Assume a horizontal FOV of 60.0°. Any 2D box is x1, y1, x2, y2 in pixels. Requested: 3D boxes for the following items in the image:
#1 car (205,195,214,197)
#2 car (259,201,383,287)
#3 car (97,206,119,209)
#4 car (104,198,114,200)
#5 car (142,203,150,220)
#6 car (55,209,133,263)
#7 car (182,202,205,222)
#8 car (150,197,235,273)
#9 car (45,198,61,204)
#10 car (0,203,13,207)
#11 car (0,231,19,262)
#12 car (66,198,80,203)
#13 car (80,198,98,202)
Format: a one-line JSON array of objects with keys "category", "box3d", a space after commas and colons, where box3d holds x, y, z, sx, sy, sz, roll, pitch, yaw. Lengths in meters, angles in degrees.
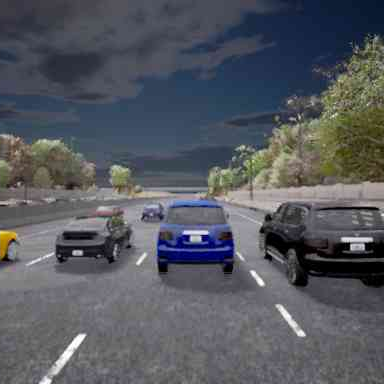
[{"category": "car", "box3d": [3.477, 1.691, 68.351, 2.150, 2.045, 5.566, 0, 0, 0]}, {"category": "car", "box3d": [3.497, 1.274, 9.703, 2.150, 2.045, 5.566, 0, 0, 0]}, {"category": "car", "box3d": [-6.906, 1.788, 27.638, 1.895, 1.301, 4.718, 0, 0, 0]}, {"category": "car", "box3d": [-17.524, 1.934, 69.618, 1.882, 1.535, 5.008, 0, 0, 0]}, {"category": "car", "box3d": [-3.411, 1.731, 30.142, 1.812, 1.442, 4.674, 0, 0, 0]}, {"category": "car", "box3d": [-3.403, 1.587, 12.318, 1.837, 1.490, 4.892, 0, 0, 0]}, {"category": "car", "box3d": [0.091, 1.703, 29.072, 1.837, 1.490, 4.892, 0, 0, 0]}, {"category": "car", "box3d": [0.096, 1.296, 11.102, 2.150, 2.045, 5.566, 0, 0, 0]}, {"category": "car", "box3d": [-28.023, 1.985, 67.398, 1.812, 1.442, 4.674, 0, 0, 0]}, {"category": "car", "box3d": [-17.603, 1.674, 29.074, 1.882, 1.535, 5.008, 0, 0, 0]}, {"category": "car", "box3d": [-6.903, 1.541, 9.486, 1.882, 1.535, 5.008, 0, 0, 0]}, {"category": "car", "box3d": [-24.524, 1.996, 69.615, 2.033, 1.411, 5.357, 0, 0, 0]}, {"category": "car", "box3d": [-21.024, 1.981, 69.616, 2.128, 1.511, 4.902, 0, 0, 0]}]
